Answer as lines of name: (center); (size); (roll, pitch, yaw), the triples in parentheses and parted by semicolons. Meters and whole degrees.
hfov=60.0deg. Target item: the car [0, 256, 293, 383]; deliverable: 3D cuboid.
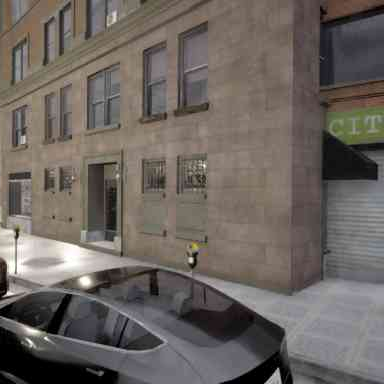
car: (-1.058, 1.565, 3.826); (4.313, 1.339, 1.947); (0, 1, 35)
